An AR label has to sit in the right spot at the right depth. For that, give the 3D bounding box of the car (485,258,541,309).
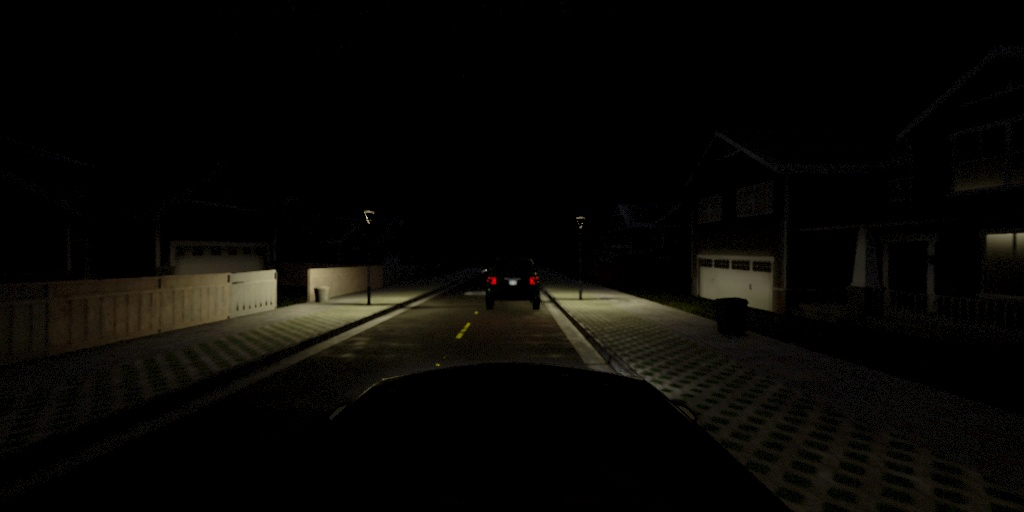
[{"bbox_3d":[0.048,1.094,15.827,2.150,2.045,5.566,0,0,0],"label":"car"}]
